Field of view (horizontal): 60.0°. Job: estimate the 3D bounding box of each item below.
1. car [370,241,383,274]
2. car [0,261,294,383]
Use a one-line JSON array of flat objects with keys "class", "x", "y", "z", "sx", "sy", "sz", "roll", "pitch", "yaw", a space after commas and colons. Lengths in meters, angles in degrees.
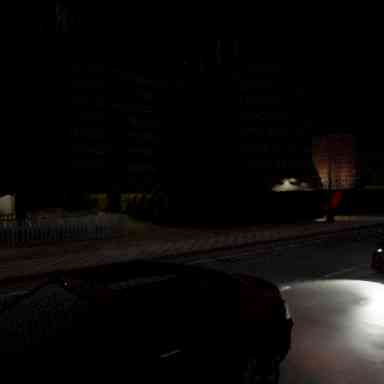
[{"class": "car", "x": 6.542, "y": 1.443, "z": 8.747, "sx": 4.181, "sy": 1.385, "sz": 1.994, "roll": -1, "pitch": 0, "yaw": -36}, {"class": "car", "x": -0.901, "y": 1.530, "z": 3.320, "sx": 4.674, "sy": 1.442, "sz": 1.812, "roll": -1, "pitch": 0, "yaw": -36}]
